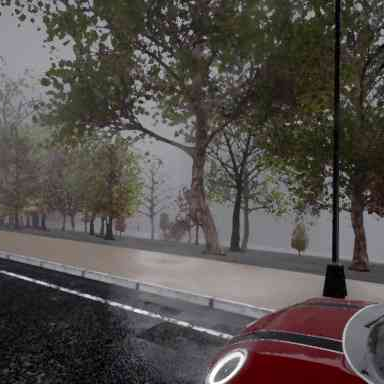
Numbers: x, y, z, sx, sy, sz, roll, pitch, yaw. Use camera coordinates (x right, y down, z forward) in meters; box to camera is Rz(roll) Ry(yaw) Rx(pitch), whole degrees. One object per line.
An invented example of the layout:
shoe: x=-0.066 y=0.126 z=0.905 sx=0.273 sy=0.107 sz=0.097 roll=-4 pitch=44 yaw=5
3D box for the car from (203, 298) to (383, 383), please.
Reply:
car: x=2.238 y=1.352 z=2.079 sx=4.553 sy=1.767 sz=2.097 roll=0 pitch=0 yaw=36
